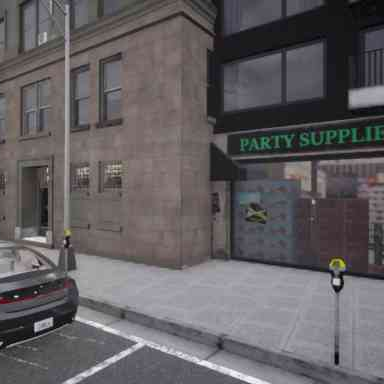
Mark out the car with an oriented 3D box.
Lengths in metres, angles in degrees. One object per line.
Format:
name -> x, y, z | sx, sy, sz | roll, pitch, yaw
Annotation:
car -> -3.778, 1.550, 5.739 | 4.403, 1.369, 2.008 | 0, 0, 35
